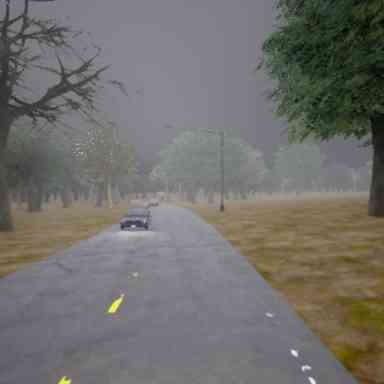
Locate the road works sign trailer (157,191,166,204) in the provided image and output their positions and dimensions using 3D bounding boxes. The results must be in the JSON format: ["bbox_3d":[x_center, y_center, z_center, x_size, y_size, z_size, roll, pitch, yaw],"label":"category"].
[{"bbox_3d":[-8.554,1.549,91.582,2.380,3.560,2.880,0,-1,-11],"label":"road works sign trailer"}]

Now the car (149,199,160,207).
[{"bbox_3d":[-7.232,2.113,63.826,1.882,1.535,5.008,0,-1,-7],"label":"car"}]

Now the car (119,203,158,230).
[{"bbox_3d":[-3.680,1.734,22.860,2.033,1.411,5.357,0,-1,-3],"label":"car"}]
